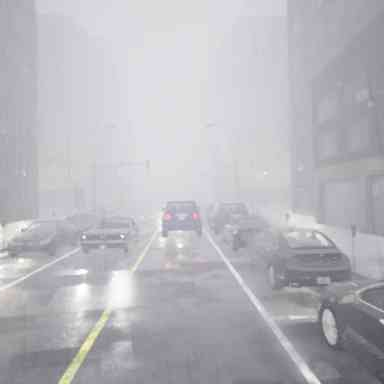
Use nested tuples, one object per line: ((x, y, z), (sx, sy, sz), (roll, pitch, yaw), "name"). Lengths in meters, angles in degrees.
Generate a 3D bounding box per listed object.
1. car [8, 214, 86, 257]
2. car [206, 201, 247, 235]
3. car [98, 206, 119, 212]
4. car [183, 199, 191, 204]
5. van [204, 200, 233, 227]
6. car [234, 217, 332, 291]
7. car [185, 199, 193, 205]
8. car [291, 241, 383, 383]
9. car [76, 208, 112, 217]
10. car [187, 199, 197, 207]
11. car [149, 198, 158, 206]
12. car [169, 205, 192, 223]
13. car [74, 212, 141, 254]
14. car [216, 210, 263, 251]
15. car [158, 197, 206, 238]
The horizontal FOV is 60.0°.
((-6.131, 1.845, 14.170), (1.802, 1.307, 4.206), (-1, -1, -2), "car")
((2.167, 1.483, 20.035), (2.192, 1.841, 5.009), (-1, -1, -2), "car")
((-6.564, 1.825, 25.213), (1.967, 1.590, 4.097), (-1, -1, -2), "car")
((-1.419, 2.616, 91.965), (1.802, 1.307, 4.206), (-1, -1, -4), "car")
((1.952, 1.570, 25.553), (1.690, 1.788, 3.998), (-1, -1, -2), "van")
((2.602, 1.596, 8.994), (2.008, 1.369, 4.403), (-1, -1, -2), "car")
((-0.729, 2.469, 80.681), (1.802, 1.307, 4.206), (-1, -1, -4), "car")
((2.818, 1.535, 3.475), (2.008, 1.369, 4.403), (-1, -1, -2), "car")
((-6.346, 1.890, 19.691), (1.947, 1.339, 4.313), (-1, -1, -2), "car")
((-0.043, 2.185, 69.395), (1.967, 1.590, 4.097), (-1, -1, -4), "car")
((-9.240, 2.481, 80.170), (1.967, 1.590, 4.097), (-1, -1, -4), "car")
((-1.040, 1.933, 30.162), (1.895, 1.301, 4.718), (-1, -1, -2), "car")
((-3.490, 1.822, 14.917), (1.895, 1.301, 4.718), (-1, -1, -2), "car")
((2.387, 1.672, 14.512), (1.947, 1.339, 4.313), (-1, -1, -2), "car")
((-0.603, 1.436, 19.488), (2.150, 2.045, 5.566), (-1, -1, -2), "car")
